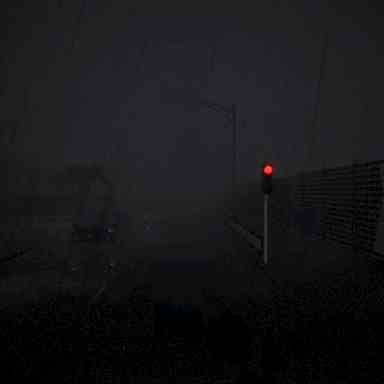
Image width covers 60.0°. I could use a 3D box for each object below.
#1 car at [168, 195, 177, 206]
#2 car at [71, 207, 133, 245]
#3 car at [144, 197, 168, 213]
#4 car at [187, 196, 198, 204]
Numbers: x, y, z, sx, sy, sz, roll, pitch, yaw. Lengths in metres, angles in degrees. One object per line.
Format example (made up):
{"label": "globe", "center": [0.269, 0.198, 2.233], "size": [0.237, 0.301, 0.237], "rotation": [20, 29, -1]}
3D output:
{"label": "car", "center": [-4.010, 1.564, 53.893], "size": [1.994, 1.385, 4.181], "rotation": [0, 0, 0]}
{"label": "car", "center": [-4.078, 1.477, 15.712], "size": [1.882, 1.535, 5.008], "rotation": [0, 0, 0]}
{"label": "car", "center": [-4.044, 1.525, 36.868], "size": [1.812, 1.442, 4.674], "rotation": [0, 0, 0]}
{"label": "car", "center": [0.094, 1.504, 63.222], "size": [1.837, 1.490, 4.892], "rotation": [0, 0, 0]}
